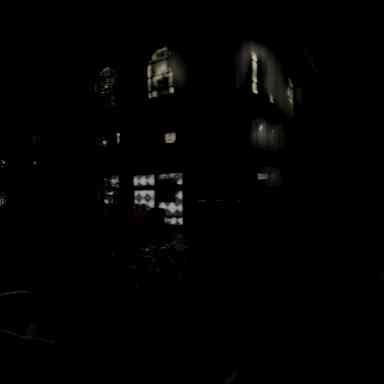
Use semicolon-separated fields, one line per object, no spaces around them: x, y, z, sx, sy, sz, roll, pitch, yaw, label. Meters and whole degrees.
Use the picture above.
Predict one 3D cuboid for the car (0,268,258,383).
-1.371;1.595;3.859;4.313;1.339;1.947;-1;0;36;car
